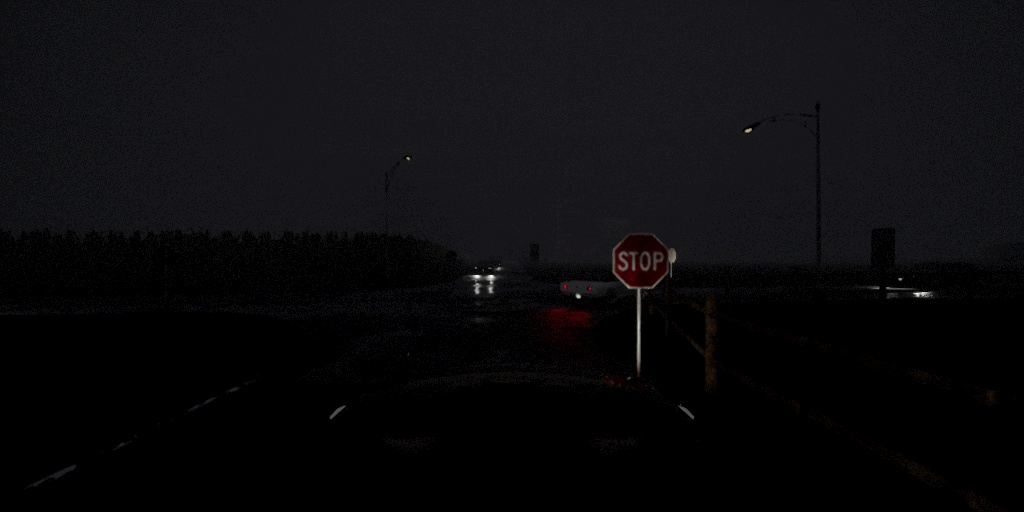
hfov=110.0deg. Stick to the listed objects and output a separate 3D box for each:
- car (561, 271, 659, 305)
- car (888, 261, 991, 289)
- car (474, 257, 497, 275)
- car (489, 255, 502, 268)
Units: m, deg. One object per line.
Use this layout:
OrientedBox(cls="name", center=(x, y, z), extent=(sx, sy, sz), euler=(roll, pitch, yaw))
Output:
OrientedBox(cls="car", center=(4.410, 1.275, 15.583), extent=(4.718, 1.301, 1.895), euler=(-1, 0, -38))
OrientedBox(cls="car", center=(24.580, 1.055, 20.675), extent=(4.892, 1.490, 1.837), euler=(0, 0, -5))
OrientedBox(cls="car", center=(-2.885, 1.158, 38.142), extent=(1.837, 1.490, 4.892), euler=(0, 0, 0))
OrientedBox(cls="car", center=(-2.862, 0.847, 59.404), extent=(2.150, 2.045, 5.566), euler=(0, 0, 0))
